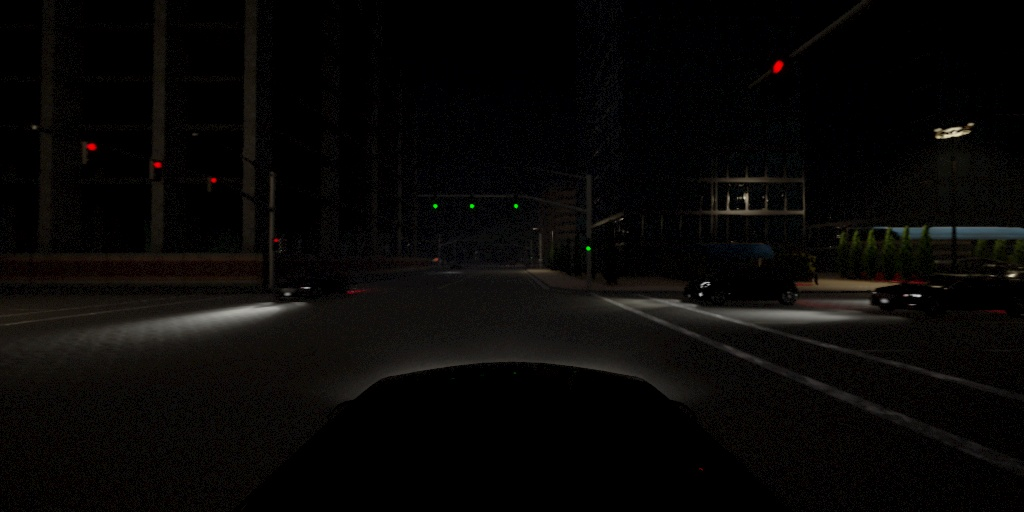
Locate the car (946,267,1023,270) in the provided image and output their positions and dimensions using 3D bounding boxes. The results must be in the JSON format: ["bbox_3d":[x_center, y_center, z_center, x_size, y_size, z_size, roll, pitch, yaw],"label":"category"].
[{"bbox_3d":[24.219,1.441,16.838,4.902,1.511,2.128,0,-1,0],"label":"car"}]

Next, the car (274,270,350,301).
[{"bbox_3d":[-10.503,1.538,19.232,2.128,1.511,4.902,0,0,0],"label":"car"}]

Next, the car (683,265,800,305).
[{"bbox_3d":[10.604,1.304,16.868,4.553,1.767,2.097,0,-1,2],"label":"car"}]

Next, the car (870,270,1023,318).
[{"bbox_3d":[16.219,1.395,13.289,4.902,1.511,2.128,0,-1,0],"label":"car"}]
